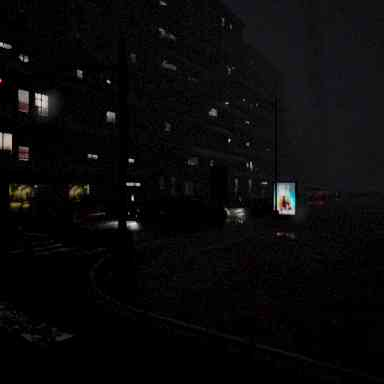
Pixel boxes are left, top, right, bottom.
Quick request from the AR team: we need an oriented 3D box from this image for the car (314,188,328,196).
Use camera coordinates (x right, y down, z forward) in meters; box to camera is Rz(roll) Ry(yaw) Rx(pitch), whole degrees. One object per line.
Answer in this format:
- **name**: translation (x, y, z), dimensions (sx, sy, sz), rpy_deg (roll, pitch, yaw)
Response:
- **car**: translation (28.094, -0.025, 72.377), dimensions (1.967, 1.590, 4.097), rpy_deg (2, 2, 35)

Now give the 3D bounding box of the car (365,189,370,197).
- **car**: translation (31.809, 0.097, 63.084), dimensions (1.967, 1.590, 4.097), rpy_deg (1, 2, 35)

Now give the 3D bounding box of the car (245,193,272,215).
- **car**: translation (6.311, 1.069, 26.766), dimensions (1.947, 1.339, 4.313), rpy_deg (1, 2, 35)

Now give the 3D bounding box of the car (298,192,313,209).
- **car**: translation (9.498, 0.964, 31.307), dimensions (1.947, 1.339, 4.313), rpy_deg (1, 2, 35)

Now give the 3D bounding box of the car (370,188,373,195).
- **car**: translation (34.995, 0.095, 67.627), dimensions (1.887, 1.381, 4.507), rpy_deg (1, 2, 35)

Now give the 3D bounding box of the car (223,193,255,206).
- **car**: translation (5.789, 0.828, 40.607), dimensions (2.008, 1.369, 4.403), rpy_deg (2, 2, 35)

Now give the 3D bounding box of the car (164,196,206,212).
- **car**: translation (-0.584, 1.069, 31.529), dimensions (1.802, 1.307, 4.206), rpy_deg (2, 2, 35)

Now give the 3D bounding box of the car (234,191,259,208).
- **car**: translation (5.274, 0.721, 35.379), dimensions (2.097, 1.767, 4.553), rpy_deg (0, 1, 35)

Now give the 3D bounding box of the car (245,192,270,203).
- **car**: translation (8.974, 0.754, 45.146), dimensions (1.802, 1.307, 4.206), rpy_deg (2, 2, 35)

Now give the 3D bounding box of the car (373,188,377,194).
- **car**: translation (38.183, -0.012, 72.167), dimensions (1.887, 1.381, 4.507), rpy_deg (1, 2, 35)

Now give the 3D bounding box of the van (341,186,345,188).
- **van**: translation (37.654, -0.447, 85.992), dimensions (1.690, 1.788, 3.998), rpy_deg (2, 2, 35)

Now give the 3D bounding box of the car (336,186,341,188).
- **car**: translation (34.467, -0.240, 81.456), dimensions (1.967, 1.590, 4.097), rpy_deg (2, 2, 35)

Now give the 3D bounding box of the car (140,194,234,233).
- **car**: translation (-0.062, 1.025, 17.680), dimensions (2.192, 1.841, 5.009), rpy_deg (1, 2, 35)

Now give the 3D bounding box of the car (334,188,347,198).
- **car**: translation (25.090, 0.405, 58.053), dimensions (1.895, 1.301, 4.718), rpy_deg (0, 1, 35)

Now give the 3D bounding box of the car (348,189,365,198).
- **car**: translation (28.621, 0.308, 58.547), dimensions (1.887, 1.381, 4.507), rpy_deg (1, 2, 35)

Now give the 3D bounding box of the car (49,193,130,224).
- **car**: translation (-6.955, 1.009, 22.444), dimensions (2.192, 1.841, 5.009), rpy_deg (1, 2, 35)

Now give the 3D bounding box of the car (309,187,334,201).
- **car**: translation (18.906, 0.232, 49.245), dimensions (2.150, 2.045, 5.566), rpy_deg (0, 1, 35)

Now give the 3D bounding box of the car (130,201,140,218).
- **car**: translation (-3.044, 1.205, 23.540), dimensions (1.994, 1.385, 4.181), rpy_deg (0, 1, 35)
